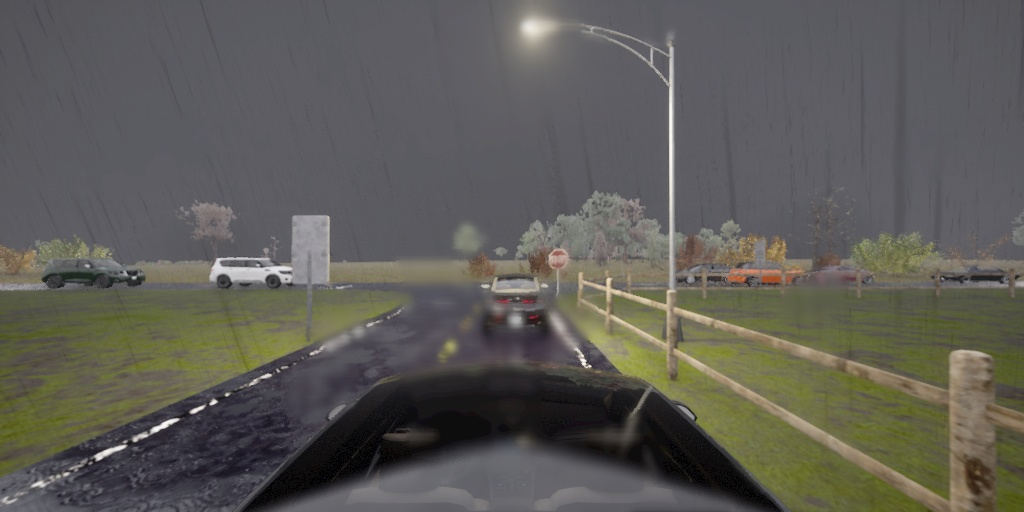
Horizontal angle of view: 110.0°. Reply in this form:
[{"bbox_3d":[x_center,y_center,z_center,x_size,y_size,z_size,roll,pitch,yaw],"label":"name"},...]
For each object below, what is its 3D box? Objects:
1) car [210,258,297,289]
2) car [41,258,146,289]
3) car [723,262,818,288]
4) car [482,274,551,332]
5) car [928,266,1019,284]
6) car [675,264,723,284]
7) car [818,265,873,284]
[{"bbox_3d":[-17.416,1.133,24.562,5.566,2.045,2.150,0,0,0],"label":"car"},{"bbox_3d":[-28.702,1.167,24.682,5.566,2.045,2.150,0,0,1],"label":"car"},{"bbox_3d":[17.318,1.173,24.242,4.553,1.767,2.097,0,0,1],"label":"car"},{"bbox_3d":[0.114,1.305,11.113,1.837,1.490,4.892,0,0,0],"label":"car"},{"bbox_3d":[34.610,1.407,27.022,4.718,1.301,1.895,0,0,0],"label":"car"},{"bbox_3d":[14.591,1.346,27.218,4.892,1.490,1.837,0,0,0],"label":"car"},{"bbox_3d":[24.534,1.384,27.121,4.181,1.385,1.994,0,0,1],"label":"car"}]
